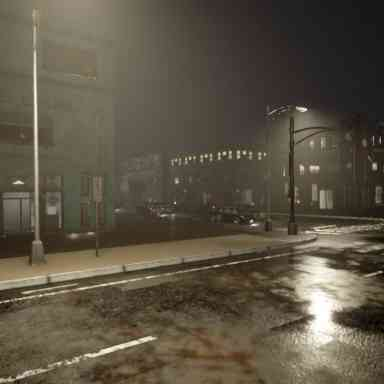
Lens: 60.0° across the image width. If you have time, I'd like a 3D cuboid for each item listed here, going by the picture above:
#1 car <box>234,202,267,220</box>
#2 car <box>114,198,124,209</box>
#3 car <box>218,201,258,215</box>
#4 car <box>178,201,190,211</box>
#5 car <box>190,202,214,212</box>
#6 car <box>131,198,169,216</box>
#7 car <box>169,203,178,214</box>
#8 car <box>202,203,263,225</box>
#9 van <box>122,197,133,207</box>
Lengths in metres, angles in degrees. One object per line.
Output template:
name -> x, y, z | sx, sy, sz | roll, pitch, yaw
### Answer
car -> 4.369, 1.743, 29.277 | 1.837, 1.490, 4.892 | -1, -1, -36
car -> -13.666, 2.133, 54.769 | 2.033, 1.411, 5.357 | -1, 0, -35
car -> 5.220, 1.805, 38.050 | 2.008, 1.369, 4.403 | -2, 0, -35
car -> -1.199, 1.961, 47.068 | 1.802, 1.307, 4.206 | -2, 0, -35
car -> 2.010, 1.899, 42.559 | 1.802, 1.307, 4.206 | -2, 0, -35
car -> -4.819, 1.843, 37.697 | 1.967, 1.590, 4.097 | -1, 0, -35
car -> -4.072, 1.929, 41.150 | 1.812, 1.442, 4.674 | -1, 0, -35
car -> 3.133, 1.811, 26.322 | 1.947, 1.339, 4.313 | -2, 0, -35
van -> -10.835, 1.902, 60.596 | 1.690, 1.788, 3.998 | -1, 0, -35
